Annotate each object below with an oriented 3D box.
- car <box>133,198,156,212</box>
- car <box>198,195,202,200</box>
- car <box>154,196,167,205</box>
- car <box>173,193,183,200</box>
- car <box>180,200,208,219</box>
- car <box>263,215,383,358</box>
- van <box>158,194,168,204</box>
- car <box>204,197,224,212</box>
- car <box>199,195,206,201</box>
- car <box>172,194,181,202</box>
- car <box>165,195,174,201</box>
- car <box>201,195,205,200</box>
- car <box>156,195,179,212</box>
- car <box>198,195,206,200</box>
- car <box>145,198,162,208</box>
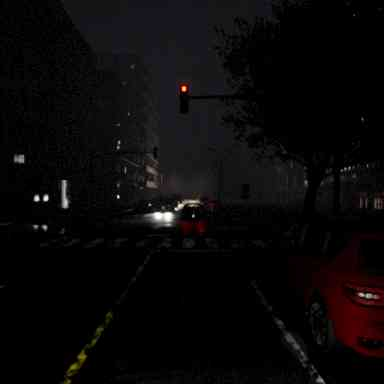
[{"bbox_3d":[-5.676,1.561,38.373,2.008,1.369,4.403,0,0,0],"label":"car"},{"bbox_3d":[2.712,1.622,66.034,1.802,1.307,4.206,0,0,0],"label":"car"},{"bbox_3d":[-5.670,1.474,60.505,1.967,1.590,4.097,0,0,0],"label":"car"},{"bbox_3d":[-3.012,1.262,64.682,2.150,2.045,5.566,0,0,1],"label":"car"},{"bbox_3d":[0.110,1.605,28.774,1.895,1.301,4.718,0,0,0],"label":"car"},{"bbox_3d":[2.695,1.315,5.983,2.192,1.841,5.009,0,0,0],"label":"car"},{"bbox_3d":[-5.668,1.382,66.038,1.690,1.788,3.998,0,0,0],"label":"van"},{"bbox_3d":[2.704,1.555,38.371,1.887,1.381,4.507,0,0,0],"label":"car"},{"bbox_3d":[2.719,1.618,88.165,1.887,1.381,4.507,0,0,0],"label":"car"},{"bbox_3d":[-3.070,1.499,49.489,1.882,1.535,5.008,0,0,0],"label":"car"},{"bbox_3d":[-5.663,1.504,82.636,1.967,1.590,4.097,0,0,0],"label":"car"},{"bbox_3d":[2.707,1.546,49.606,1.752,1.417,4.829,0,0,0],"label":"car"},{"bbox_3d":[-3.081,1.503,39.270,2.128,1.511,4.902,0,0,2],"label":"car"},{"bbox_3d":[2.720,1.634,93.698,2.008,1.369,4.403,0,0,0],"label":"car"},{"bbox_3d":[-5.673,1.572,49.439,2.008,1.369,4.403,0,0,0],"label":"car"}]
